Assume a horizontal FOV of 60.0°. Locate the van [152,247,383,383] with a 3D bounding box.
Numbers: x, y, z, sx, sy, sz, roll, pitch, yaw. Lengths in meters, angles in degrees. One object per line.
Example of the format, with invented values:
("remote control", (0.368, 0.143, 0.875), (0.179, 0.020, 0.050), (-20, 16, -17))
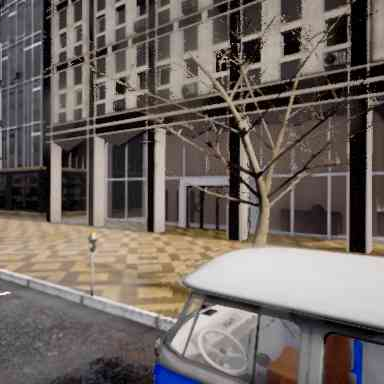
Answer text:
("van", (1.544, 1.343, 1.769), (3.998, 1.788, 1.690), (0, 0, 36))
